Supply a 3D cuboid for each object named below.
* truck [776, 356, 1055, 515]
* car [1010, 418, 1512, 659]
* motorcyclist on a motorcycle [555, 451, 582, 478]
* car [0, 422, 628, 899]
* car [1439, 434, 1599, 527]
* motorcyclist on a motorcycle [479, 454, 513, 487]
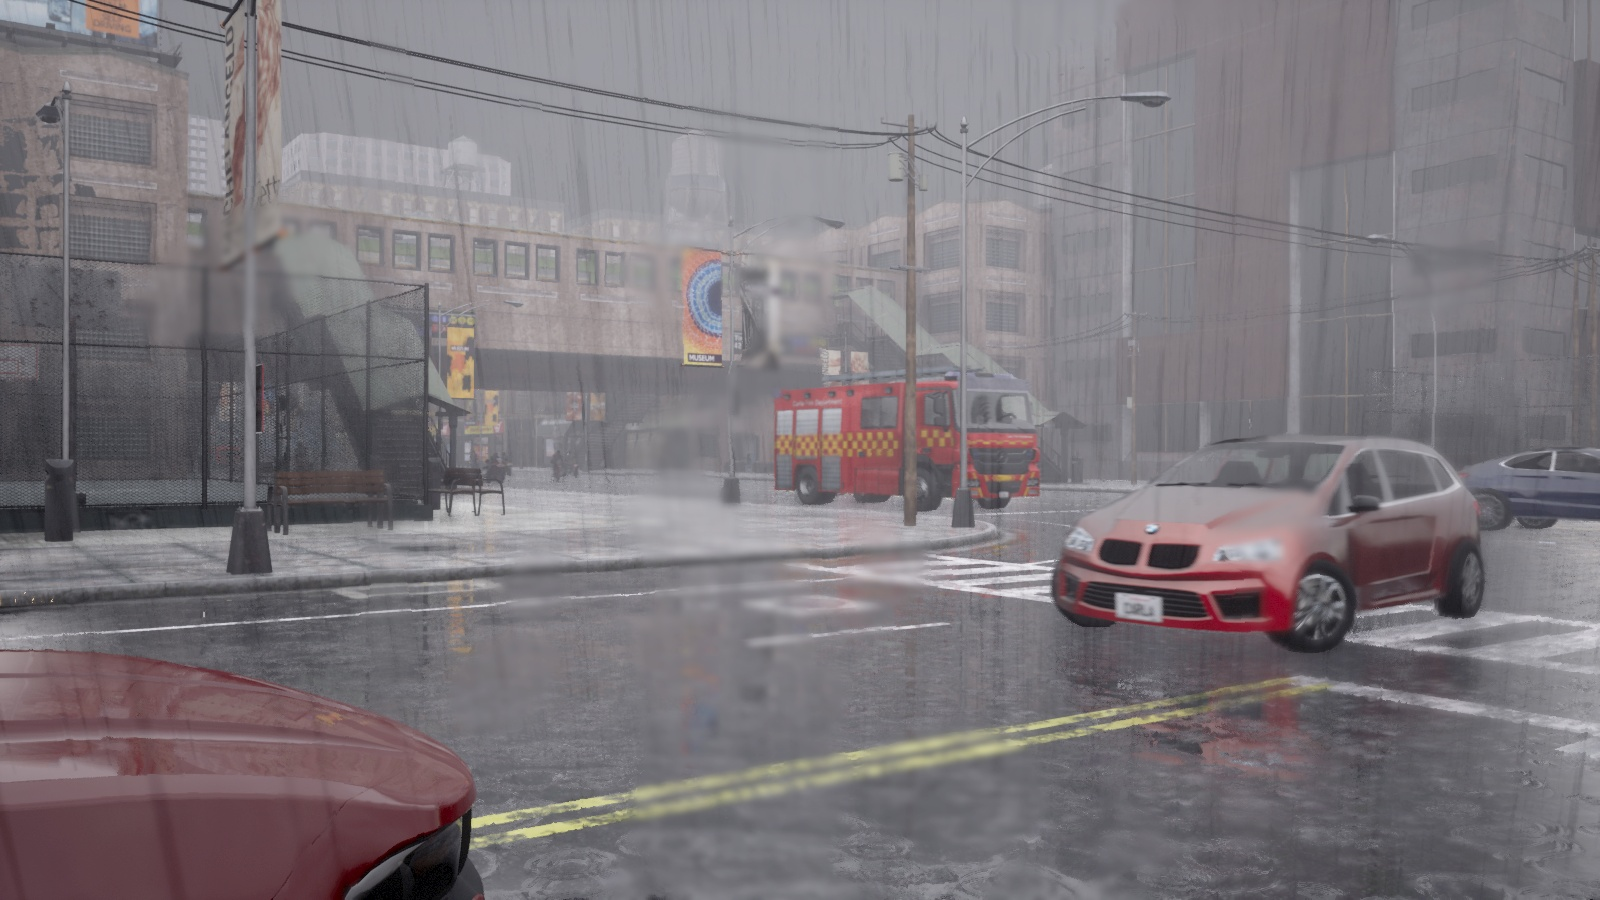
[{"bbox_3d":[2.901,-0.341,34.641,2.891,3.827,8.468,0,0,-35],"label":"truck"},{"bbox_3d":[4.204,0.607,11.078,4.611,1.667,2.242,0,0,-42],"label":"car"},{"bbox_3d":[-14.479,0.918,78.387,0.766,1.649,2.350,0,0,-35],"label":"motorcyclist on a motorcycle"},{"bbox_3d":[-2.898,0.733,1.605,5.008,1.535,1.882,0,0,-36],"label":"car"},{"bbox_3d":[14.960,0.549,23.385,2.152,1.651,5.027,0,0,-35],"label":"car"},{"bbox_3d":[-14.475,0.957,59.765,0.866,1.530,2.191,0,0,-34],"label":"motorcyclist on a motorcycle"}]
